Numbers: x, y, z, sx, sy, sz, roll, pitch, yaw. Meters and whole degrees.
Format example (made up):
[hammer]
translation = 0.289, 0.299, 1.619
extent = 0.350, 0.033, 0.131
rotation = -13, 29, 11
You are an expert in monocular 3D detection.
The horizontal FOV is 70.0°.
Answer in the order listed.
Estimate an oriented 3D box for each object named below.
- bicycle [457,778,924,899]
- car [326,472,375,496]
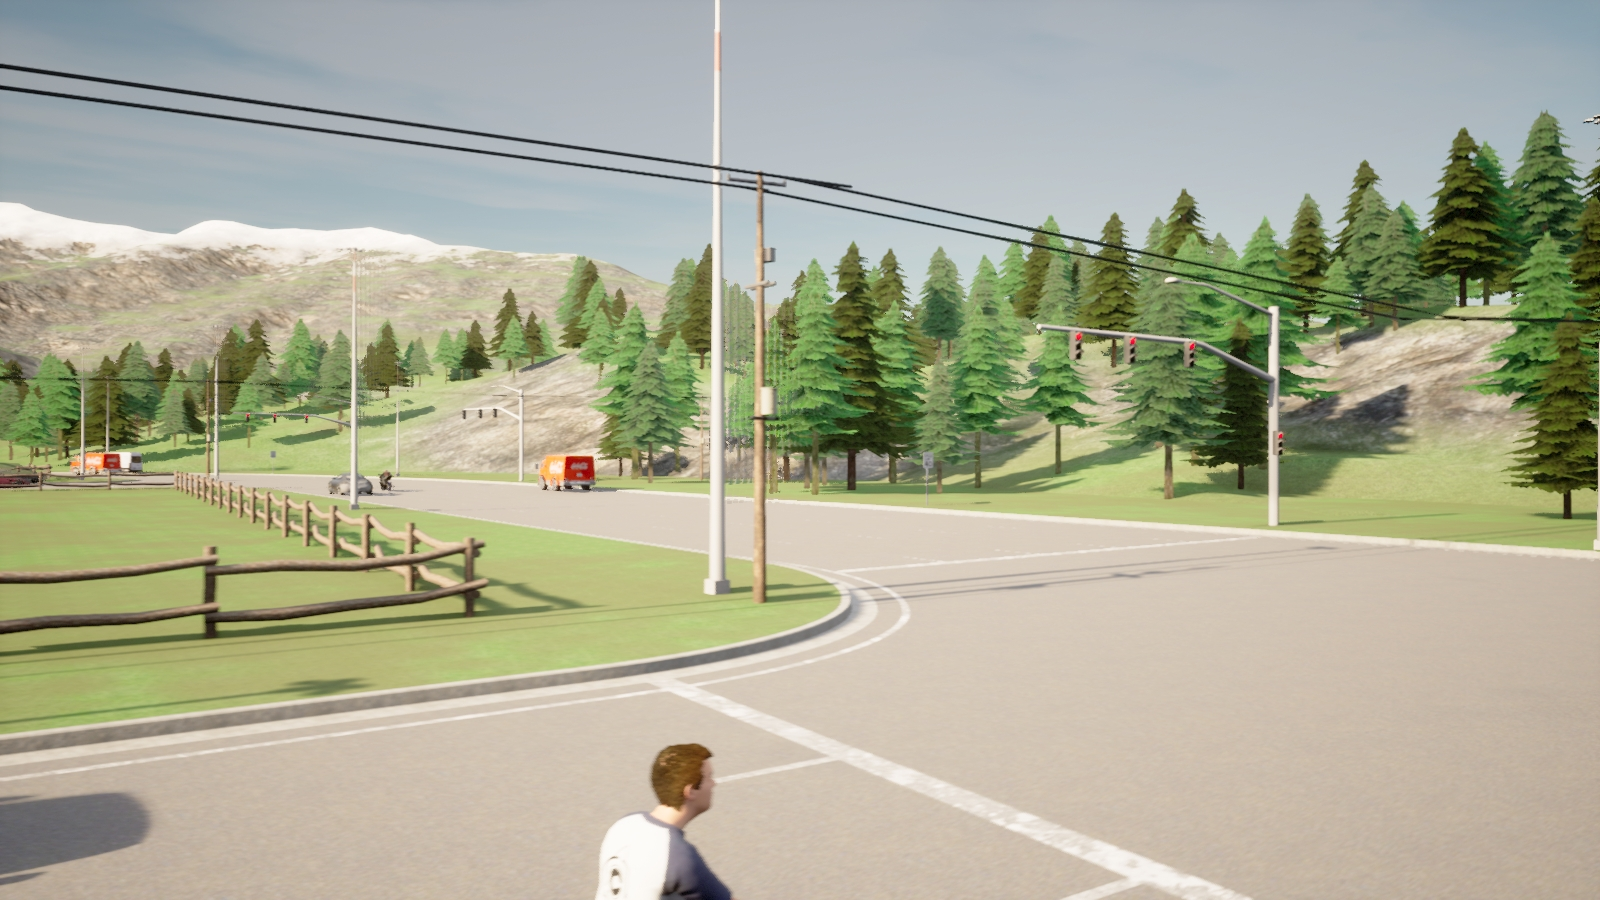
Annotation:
[bicycle]
translation = -0.321, 2.059, 3.968
extent = 1.643, 1.496, 0.373
rotation = 1, 0, -35
[car]
translation = -28.445, 2.133, 72.193
extent = 1.994, 1.385, 4.181
rotation = 0, 0, -35
